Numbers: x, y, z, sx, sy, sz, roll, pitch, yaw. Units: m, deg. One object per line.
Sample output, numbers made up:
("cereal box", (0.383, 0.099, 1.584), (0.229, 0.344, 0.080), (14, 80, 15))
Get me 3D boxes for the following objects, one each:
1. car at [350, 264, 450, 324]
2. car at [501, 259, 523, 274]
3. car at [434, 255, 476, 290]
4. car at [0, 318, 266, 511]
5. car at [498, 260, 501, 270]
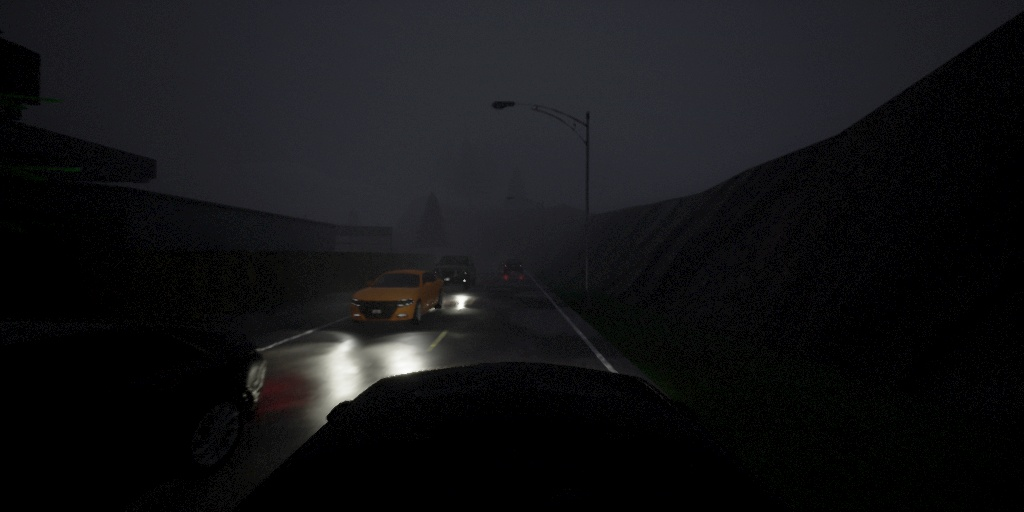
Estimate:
("car", (-3.582, 1.198, 11.996), (1.882, 1.535, 5.008), (0, 0, 0))
("car", (0.113, 1.071, 40.243), (2.097, 1.767, 4.553), (0, 0, -1))
("car", (-3.542, 0.933, 22.683), (2.150, 2.045, 5.566), (0, 0, 1))
("car", (-3.603, 1.234, 1.910), (1.837, 1.490, 4.892), (0, 0, 0))
("car", (-0.944, 1.197, 51.720), (2.128, 1.511, 4.902), (0, 0, -9))
